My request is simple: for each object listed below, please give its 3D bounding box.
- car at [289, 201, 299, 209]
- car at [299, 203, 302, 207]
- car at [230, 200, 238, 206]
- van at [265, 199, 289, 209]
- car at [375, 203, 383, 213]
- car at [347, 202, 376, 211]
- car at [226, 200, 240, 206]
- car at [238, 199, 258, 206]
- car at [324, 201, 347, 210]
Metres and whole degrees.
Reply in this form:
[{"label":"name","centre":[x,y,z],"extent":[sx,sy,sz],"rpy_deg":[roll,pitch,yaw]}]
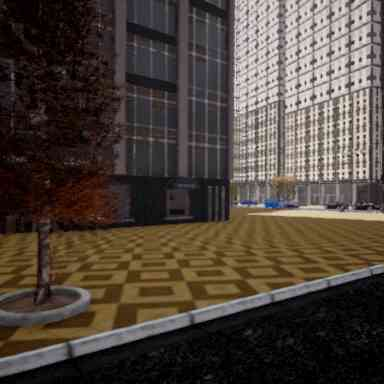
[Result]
[{"label":"car","centre":[16.259,2.340,59.226],"extent":[1.895,1.301,4.718],"rpy_deg":[0,-1,-23]},{"label":"car","centre":[18.191,2.344,62.419],"extent":[2.033,1.411,5.357],"rpy_deg":[0,-1,-24]},{"label":"car","centre":[7.451,2.562,72.759],"extent":[2.008,1.369,4.403],"rpy_deg":[-1,-1,-24]},{"label":"van","centre":[14.202,2.047,57.301],"extent":[1.690,1.788,3.998],"rpy_deg":[-1,-1,-24]},{"label":"car","centre":[23.214,1.863,36.681],"extent":[2.008,1.369,4.403],"rpy_deg":[-1,-1,-24]},{"label":"car","centre":[26.389,2.125,50.344],"extent":[1.947,1.339,4.313],"rpy_deg":[-1,-1,-24]},{"label":"car","centre":[10.627,2.853,86.421],"extent":[1.802,1.307,4.206],"rpy_deg":[-1,-1,-24]},{"label":"car","centre":[12.887,2.393,74.557],"extent":[1.812,1.442,4.674],"rpy_deg":[0,-1,-24]},{"label":"car","centre":[24.137,2.224,55.498],"extent":[1.947,1.339,4.313],"rpy_deg":[-1,-1,-24]}]
